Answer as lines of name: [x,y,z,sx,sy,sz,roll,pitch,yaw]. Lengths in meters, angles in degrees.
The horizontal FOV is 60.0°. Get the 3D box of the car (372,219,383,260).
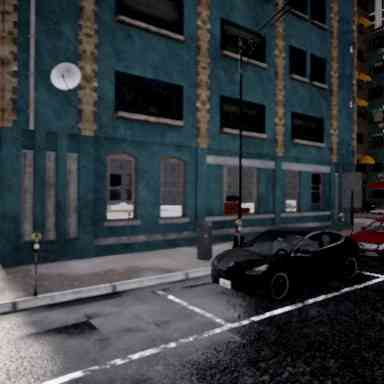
car: [6.977,1.584,11.530,4.206,1.307,1.802,0,0,-36]

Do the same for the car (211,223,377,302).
car: [2.481,1.567,8.322,4.313,1.339,1.947,0,0,-36]

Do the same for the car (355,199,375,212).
car: [16.655,1.358,34.528,1.947,1.339,4.313,2,0,-36]
